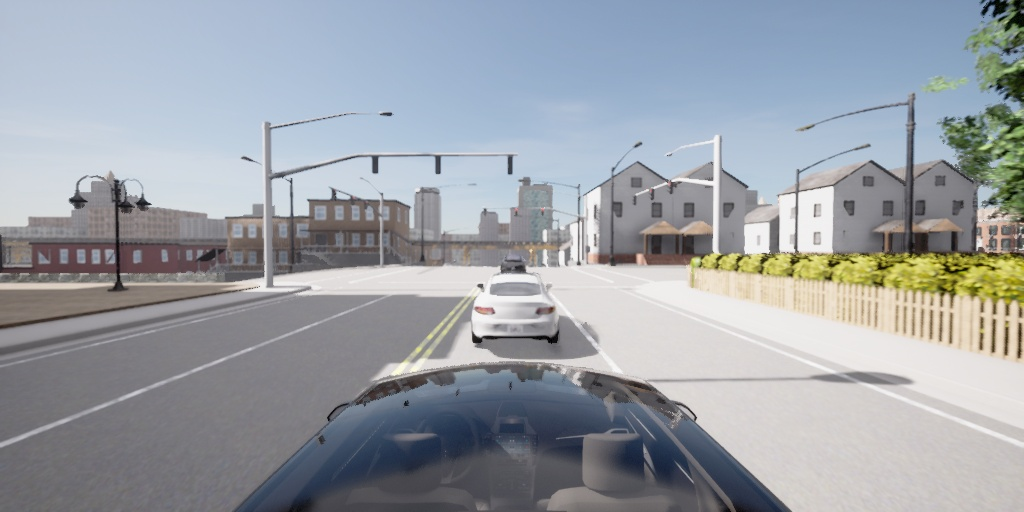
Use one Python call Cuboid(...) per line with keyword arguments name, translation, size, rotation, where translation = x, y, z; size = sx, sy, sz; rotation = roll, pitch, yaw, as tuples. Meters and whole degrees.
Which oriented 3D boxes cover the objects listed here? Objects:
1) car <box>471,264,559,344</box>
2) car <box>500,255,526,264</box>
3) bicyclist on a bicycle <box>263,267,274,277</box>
Cuboid(name="car", translation=(0.070, 1.119, 8.915), size=(1.812, 1.442, 4.674), rotation=(0, 1, 0))
Cuboid(name="car", translation=(0.103, 0.629, 28.037), size=(2.128, 1.511, 4.902), rotation=(0, 1, 0))
Cuboid(name="bicyclist on a bicycle", translation=(-25.635, 1.430, 37.689), size=(0.582, 1.620, 1.656), rotation=(-8, 1, 0))
